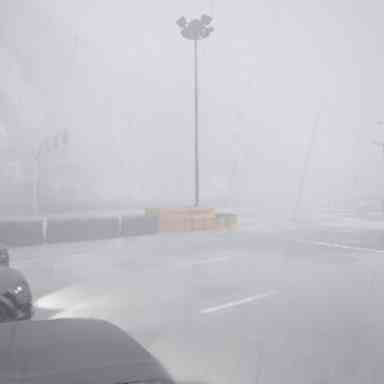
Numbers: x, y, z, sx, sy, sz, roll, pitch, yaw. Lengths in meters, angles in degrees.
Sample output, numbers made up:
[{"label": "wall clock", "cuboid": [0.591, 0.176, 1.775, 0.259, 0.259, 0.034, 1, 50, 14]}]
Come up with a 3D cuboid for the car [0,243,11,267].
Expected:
[{"label": "car", "cuboid": [-4.603, 1.571, 4.811, 4.181, 1.385, 1.994, 0, 0, -35]}]

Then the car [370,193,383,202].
[{"label": "car", "cuboid": [34.043, 0.941, 58.503, 4.902, 1.511, 2.128, -1, 0, -35]}]

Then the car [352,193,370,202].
[{"label": "car", "cuboid": [31.184, 0.975, 60.756, 4.674, 1.442, 1.812, -1, 1, -35]}]

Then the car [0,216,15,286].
[{"label": "car", "cuboid": [-6.916, 1.487, 7.464, 5.008, 1.535, 1.882, 0, 0, -35]}]

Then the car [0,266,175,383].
[{"label": "car", "cuboid": [-2.665, 1.554, 1.894, 5.357, 1.411, 2.033, 0, 0, -35]}]
